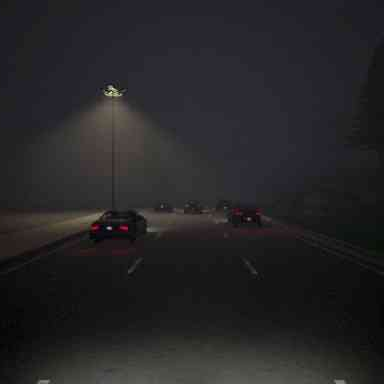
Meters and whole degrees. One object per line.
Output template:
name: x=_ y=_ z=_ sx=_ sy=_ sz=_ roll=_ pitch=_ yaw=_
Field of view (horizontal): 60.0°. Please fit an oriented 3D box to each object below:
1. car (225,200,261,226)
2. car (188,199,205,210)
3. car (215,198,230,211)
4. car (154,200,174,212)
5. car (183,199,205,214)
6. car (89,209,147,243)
car: x=3.606 y=1.526 z=23.295 sx=1.812 sy=1.442 sz=4.674 roll=0 pitch=0 yaw=0
car: x=0.650 y=1.601 z=44.538 sx=1.895 sy=1.301 sz=4.718 roll=0 pitch=0 yaw=6
car: x=3.793 y=1.504 z=39.854 sx=1.837 sy=1.490 sz=4.892 roll=0 pitch=0 yaw=2
car: x=-3.243 y=1.564 z=38.741 sx=1.994 sy=1.385 sz=4.181 roll=0 pitch=0 yaw=1
car: x=0.149 y=1.526 z=35.383 sx=1.812 sy=1.442 sz=4.674 roll=0 pitch=0 yaw=1
car: x=-3.395 y=1.547 z=16.183 sx=2.033 sy=1.411 sz=5.357 roll=0 pitch=0 yaw=0
